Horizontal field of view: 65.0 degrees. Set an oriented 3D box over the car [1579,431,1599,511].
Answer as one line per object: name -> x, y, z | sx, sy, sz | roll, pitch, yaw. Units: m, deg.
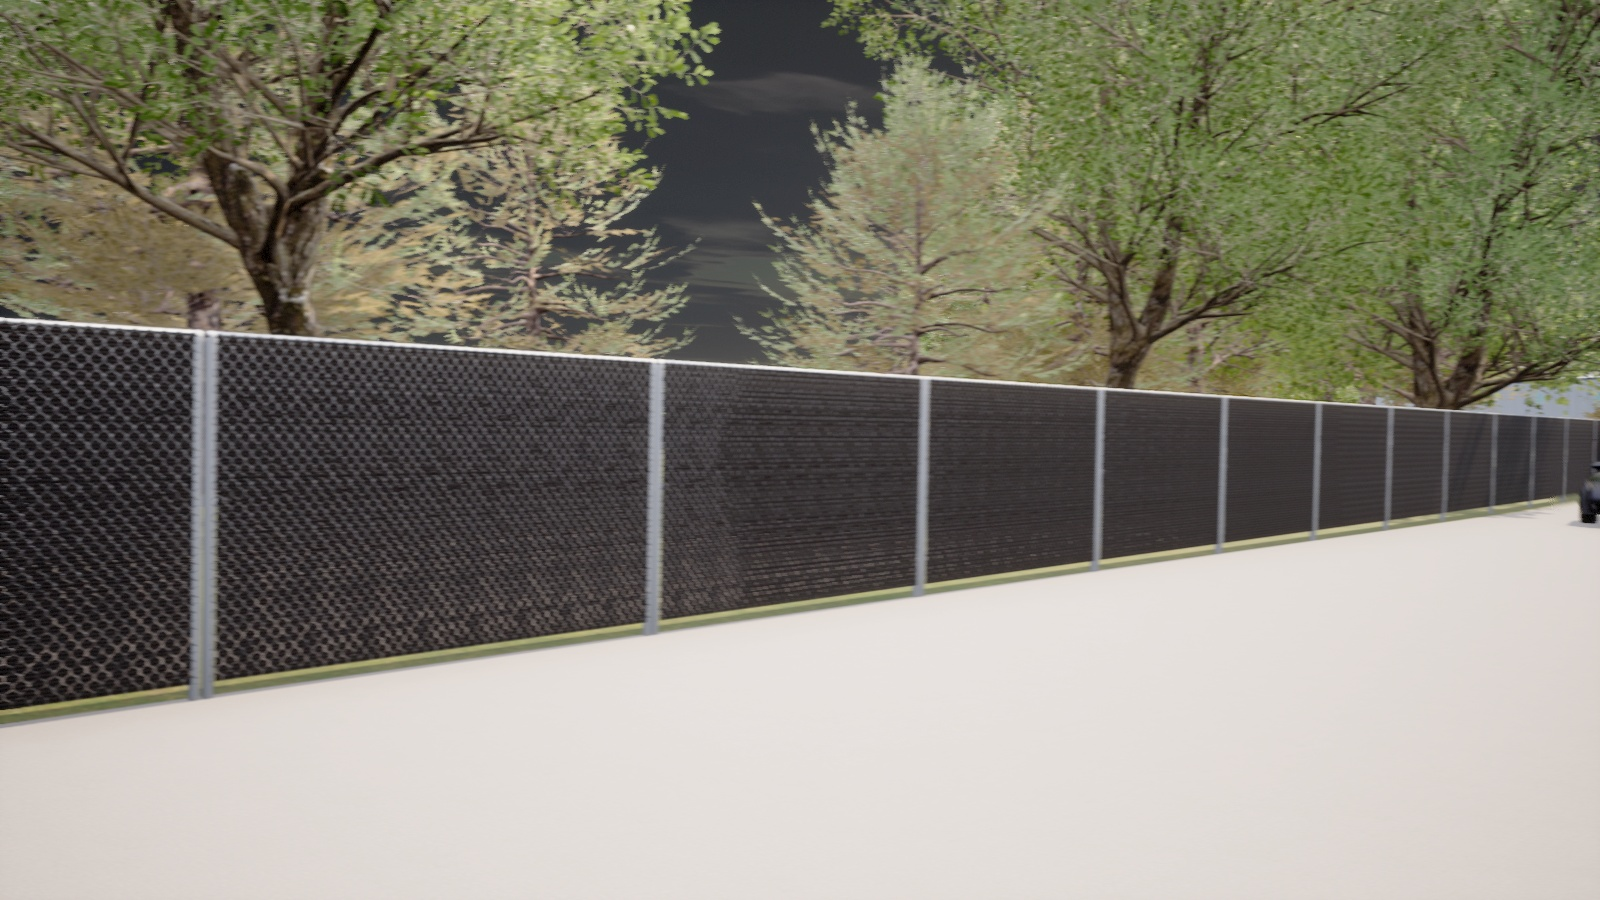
car -> 16.014, 0.357, 23.466 | 1.994, 1.385, 4.181 | 1, 2, 38
